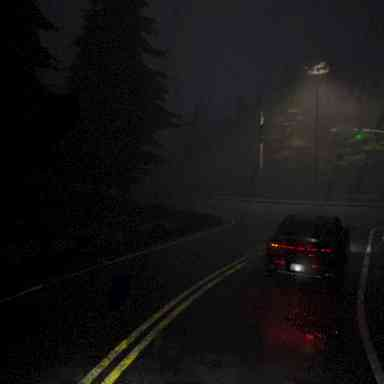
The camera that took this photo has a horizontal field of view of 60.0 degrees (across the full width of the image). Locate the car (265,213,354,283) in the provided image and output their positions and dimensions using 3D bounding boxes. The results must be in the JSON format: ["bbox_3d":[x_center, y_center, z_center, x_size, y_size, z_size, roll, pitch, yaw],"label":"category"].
[{"bbox_3d":[3.478,1.370,9.594,1.837,1.490,4.892,2,3,27],"label":"car"}]
